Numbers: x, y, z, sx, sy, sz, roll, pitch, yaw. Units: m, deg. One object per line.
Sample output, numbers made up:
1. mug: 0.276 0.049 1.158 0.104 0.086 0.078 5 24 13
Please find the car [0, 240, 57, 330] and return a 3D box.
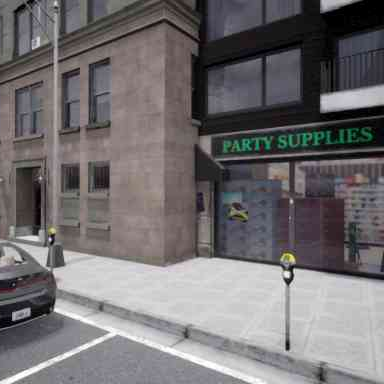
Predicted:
1. car: -4.265 1.550 6.127 4.403 1.369 2.008 0 0 36
